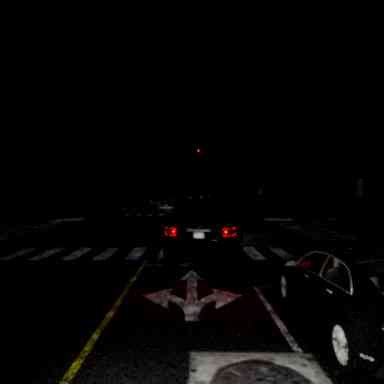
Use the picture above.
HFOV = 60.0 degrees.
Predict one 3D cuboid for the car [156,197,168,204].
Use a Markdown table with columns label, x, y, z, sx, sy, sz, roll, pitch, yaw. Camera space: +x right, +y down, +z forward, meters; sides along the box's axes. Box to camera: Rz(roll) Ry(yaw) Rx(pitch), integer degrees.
| label | x | y | z | sx | sy | sz | roll | pitch | yaw |
| --- | --- | --- | --- | --- | --- | --- | --- | --- | --- |
| car | -5.624 | 1.598 | 62.788 | 1.947 | 1.339 | 4.313 | 0 | 0 | 0 |

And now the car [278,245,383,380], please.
| label | x | y | z | sx | sy | sz | roll | pitch | yaw |
| --- | --- | --- | --- | --- | --- | --- | --- | --- | --- |
| car | 2.666 | 1.553 | 5.431 | 2.008 | 1.369 | 4.403 | 0 | 0 | 0 |

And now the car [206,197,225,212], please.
| label | x | y | z | sx | sy | sz | roll | pitch | yaw |
| --- | --- | --- | --- | --- | --- | --- | --- | --- | --- |
| car | 2.805 | 1.460 | 40.081 | 1.967 | 1.590 | 4.097 | 0 | 0 | 0 |

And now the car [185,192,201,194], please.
| label | x | y | z | sx | sy | sz | roll | pitch | yaw |
| --- | --- | --- | --- | --- | --- | --- | --- | --- | --- |
| car | 0.267 | 1.251 | 70.098 | 2.150 | 2.045 | 5.566 | 0 | 0 | 0 |

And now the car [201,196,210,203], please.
| label | x | y | z | sx | sy | sz | roll | pitch | yaw |
| --- | --- | --- | --- | --- | --- | --- | --- | --- | --- |
| car | 2.951 | 1.586 | 74.096 | 2.008 | 1.369 | 4.403 | 0 | 0 | 0 |

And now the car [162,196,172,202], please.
| label | x | y | z | sx | sy | sz | roll | pitch | yaw |
| --- | --- | --- | --- | --- | --- | --- | --- | --- | --- |
| car | -5.574 | 1.601 | 74.125 | 1.947 | 1.339 | 4.313 | 0 | 0 | 0 |

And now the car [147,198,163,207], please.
| label | x | y | z | sx | sy | sz | roll | pitch | yaw |
| --- | --- | --- | --- | --- | --- | --- | --- | --- | --- |
| car | -5.672 | 1.593 | 51.452 | 1.947 | 1.339 | 4.313 | 0 | 0 | 0 |

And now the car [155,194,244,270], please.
| label | x | y | z | sx | sy | sz | roll | pitch | yaw |
| --- | --- | --- | --- | --- | --- | --- | --- | --- | --- |
| car | 0.555 | 1.227 | 11.275 | 2.150 | 2.045 | 5.566 | 0 | 0 | 8 |

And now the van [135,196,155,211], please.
| label | x | y | z | sx | sy | sz | roll | pitch | yaw |
| --- | --- | --- | --- | --- | --- | --- | --- | --- | --- |
| van | -5.721 | 1.362 | 40.115 | 1.690 | 1.788 | 3.998 | 0 | 0 | 0 |

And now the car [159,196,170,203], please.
| label | x | y | z | sx | sy | sz | roll | pitch | yaw |
| --- | --- | --- | --- | --- | --- | --- | --- | --- | --- |
| car | -5.600 | 1.559 | 68.286 | 1.752 | 1.417 | 4.829 | 0 | 0 | 0 |

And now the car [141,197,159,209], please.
| label | x | y | z | sx | sy | sz | roll | pitch | yaw |
| --- | --- | --- | --- | --- | --- | --- | --- | --- | --- |
| car | -5.697 | 1.464 | 45.784 | 1.967 | 1.590 | 4.097 | 0 | 0 | 0 |

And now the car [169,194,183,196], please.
| label | x | y | z | sx | sy | sz | roll | pitch | yaw |
| --- | --- | --- | --- | --- | --- | --- | --- | --- | --- |
| car | -2.879 | 1.505 | 53.030 | 1.882 | 1.535 | 5.008 | 0 | 0 | 1 |

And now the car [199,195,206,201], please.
| label | x | y | z | sx | sy | sz | roll | pitch | yaw |
| --- | --- | --- | --- | --- | --- | --- | --- | --- | --- |
| car | 2.686 | 1.493 | 86.267 | 1.801 | 1.575 | 5.366 | 0 | 0 | 0 |

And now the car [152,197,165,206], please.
| label | x | y | z | sx | sy | sz | roll | pitch | yaw |
| --- | --- | --- | --- | --- | --- | --- | --- | --- | --- |
| car | -5.648 | 1.612 | 57.120 | 1.802 | 1.307 | 4.206 | 0 | 0 | 0 |

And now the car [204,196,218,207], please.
| label | x | y | z | sx | sy | sz | roll | pitch | yaw |
| --- | --- | --- | --- | --- | --- | --- | --- | --- | --- |
| car | 2.853 | 1.467 | 51.419 | 1.967 | 1.590 | 4.097 | 0 | 0 | 0 |

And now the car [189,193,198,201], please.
| label | x | y | z | sx | sy | sz | roll | pitch | yaw |
| --- | --- | --- | --- | --- | --- | --- | --- | --- | --- |
| car | 0.311 | 1.223 | 80.458 | 2.097 | 1.767 | 4.553 | 0 | 0 | 0 |

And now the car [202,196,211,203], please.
| label | x | y | z | sx | sy | sz | roll | pitch | yaw |
| --- | --- | --- | --- | --- | --- | --- | --- | --- | --- |
| car | 2.927 | 1.559 | 68.596 | 1.752 | 1.417 | 4.829 | 0 | 0 | 0 |

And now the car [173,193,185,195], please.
| label | x | y | z | sx | sy | sz | roll | pitch | yaw |
| --- | --- | --- | --- | --- | --- | --- | --- | --- | --- |
| car | -2.742 | 1.555 | 68.453 | 2.128 | 1.511 | 4.902 | 0 | 0 | 0 |
